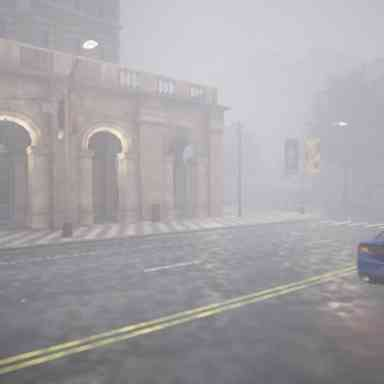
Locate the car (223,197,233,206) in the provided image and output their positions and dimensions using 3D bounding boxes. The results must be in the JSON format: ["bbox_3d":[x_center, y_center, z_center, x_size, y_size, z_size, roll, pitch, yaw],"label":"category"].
[{"bbox_3d":[3.829,1.251,48.682,1.882,1.535,5.008,-1,0,-36],"label":"car"}]

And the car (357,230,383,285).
[{"bbox_3d":[5.981,1.409,8.131,5.008,1.535,1.882,-1,0,-37],"label":"car"}]
